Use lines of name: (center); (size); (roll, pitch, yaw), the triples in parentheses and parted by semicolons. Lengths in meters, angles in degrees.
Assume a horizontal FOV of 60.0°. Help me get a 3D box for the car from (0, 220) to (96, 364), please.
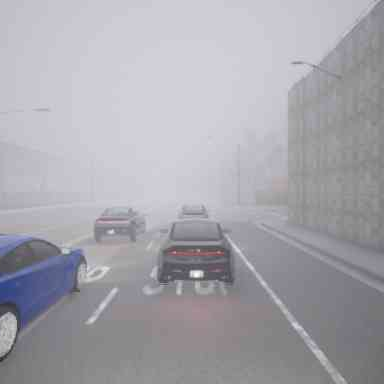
car: (-3.401, 1.475, 5.828); (1.882, 1.535, 5.008); (0, 0, 0)

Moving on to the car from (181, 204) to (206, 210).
car: (0.094, 1.481, 19.857); (2.128, 1.511, 4.902); (0, 0, 0)

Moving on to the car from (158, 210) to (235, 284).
car: (0.099, 1.501, 9.548); (1.837, 1.490, 4.892); (0, 0, 0)

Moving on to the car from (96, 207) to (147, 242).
car: (-3.402, 1.483, 16.394); (2.128, 1.511, 4.902); (0, 0, 0)
